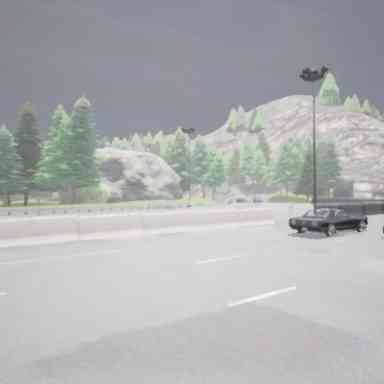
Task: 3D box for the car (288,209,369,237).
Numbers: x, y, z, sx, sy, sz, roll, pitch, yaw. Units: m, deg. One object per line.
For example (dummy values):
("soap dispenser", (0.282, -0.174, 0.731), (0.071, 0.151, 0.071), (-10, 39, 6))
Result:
("car", (7.327, 1.542, 17.576), (4.718, 1.301, 1.895), (0, 0, -36))
